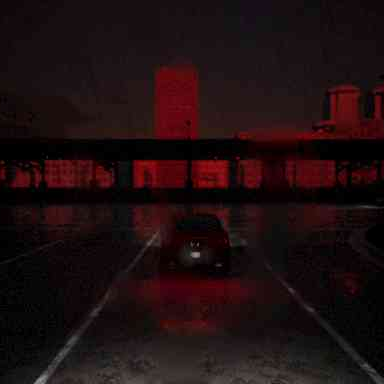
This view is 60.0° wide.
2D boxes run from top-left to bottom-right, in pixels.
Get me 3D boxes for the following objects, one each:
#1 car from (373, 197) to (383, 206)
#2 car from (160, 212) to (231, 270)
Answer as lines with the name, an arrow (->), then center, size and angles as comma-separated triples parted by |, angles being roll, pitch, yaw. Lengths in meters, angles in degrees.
car -> 24.479, 0.962, 40.380 | 4.674, 1.442, 1.812 | -1, 1, 2
car -> 0.097, 1.366, 10.648 | 1.882, 1.535, 5.008 | 0, 1, 0
